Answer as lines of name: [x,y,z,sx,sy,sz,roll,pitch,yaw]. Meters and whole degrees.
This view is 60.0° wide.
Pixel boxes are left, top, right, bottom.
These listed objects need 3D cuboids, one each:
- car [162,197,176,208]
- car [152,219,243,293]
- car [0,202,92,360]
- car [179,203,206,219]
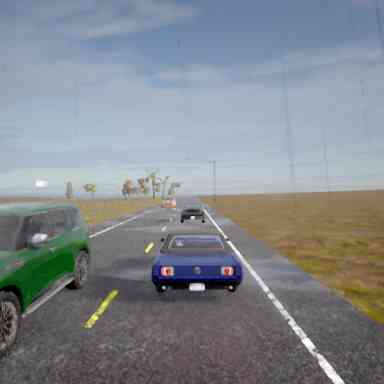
car: [-3.587,1.599,52.916,2.097,1.767,4.553,0,0,0]
car: [0.085,1.644,8.968,1.895,1.301,4.718,0,0,-1]
car: [-3.612,1.252,6.276,2.150,2.045,5.566,0,0,0]
car: [0.054,1.632,26.862,1.837,1.490,4.892,0,0,0]
